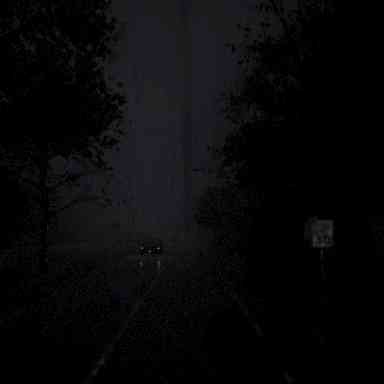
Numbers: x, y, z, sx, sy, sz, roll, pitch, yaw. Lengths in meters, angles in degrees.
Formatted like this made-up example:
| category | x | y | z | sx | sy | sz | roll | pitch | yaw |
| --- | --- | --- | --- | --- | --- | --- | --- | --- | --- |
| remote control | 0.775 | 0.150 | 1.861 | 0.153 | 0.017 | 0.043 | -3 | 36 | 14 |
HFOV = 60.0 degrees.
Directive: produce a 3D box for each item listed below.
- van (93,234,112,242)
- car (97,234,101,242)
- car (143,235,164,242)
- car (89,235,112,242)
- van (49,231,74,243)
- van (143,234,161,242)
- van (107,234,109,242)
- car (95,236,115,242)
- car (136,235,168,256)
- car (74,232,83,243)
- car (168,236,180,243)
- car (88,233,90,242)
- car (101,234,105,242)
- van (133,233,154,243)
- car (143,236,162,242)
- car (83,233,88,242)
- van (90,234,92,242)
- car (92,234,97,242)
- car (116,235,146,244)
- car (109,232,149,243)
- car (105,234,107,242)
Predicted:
| category | x | y | z | sx | sy | sz | roll | pitch | yaw |
| --- | --- | --- | --- | --- | --- | --- | --- | --- | --- |
| van | -23.719 | 12.218 | 88.560 | 4.442 | 1.987 | 1.878 | 1 | -8 | 0 |
| car | -23.767 | 10.455 | 74.693 | 5.008 | 1.535 | 2.097 | 1 | -8 | 0 |
| car | -10.811 | 13.099 | 93.924 | 5.566 | 2.045 | 2.435 | 1 | -9 | 0 |
| car | -23.641 | 12.046 | 85.788 | 5.366 | 1.575 | 1.946 | 1 | -8 | 0 |
| van | -23.810 | 7.894 | 58.276 | 4.442 | 1.987 | 1.878 | 1 | -8 | 0 |
| van | -10.640 | 12.325 | 88.443 | 4.442 | 1.987 | 1.878 | 1 | -8 | 0 |
| van | -23.927 | 11.429 | 83.076 | 4.442 | 1.987 | 1.878 | 1 | -8 | 0 |
| car | -23.856 | 12.834 | 91.269 | 5.008 | 1.535 | 2.097 | 1 | -8 | 0 |
| car | -3.485 | 4.866 | 29.713 | 1.812 | 1.442 | 4.674 | 1 | -6 | 0 |
| car | -23.733 | 8.264 | 61.145 | 5.566 | 2.045 | 2.435 | 1 | -8 | 0 |
| car | -3.598 | 10.076 | 70.840 | 1.837 | 1.490 | 4.892 | 1 | -8 | 0 |
| car | -23.727 | 9.293 | 66.590 | 4.892 | 1.521 | 2.231 | 1 | -8 | 0 |
| car | -23.781 | 10.866 | 77.560 | 5.008 | 1.535 | 2.097 | 1 | -8 | 0 |
| van | -10.808 | 10.350 | 74.702 | 4.442 | 1.987 | 1.878 | 1 | -8 | 0 |
| car | -10.801 | 12.971 | 91.160 | 4.792 | 1.488 | 2.163 | 1 | -9 | 0 |
| car | -23.536 | 8.899 | 63.852 | 5.366 | 1.575 | 1.946 | 1 | -8 | 0 |
| van | -23.862 | 9.461 | 69.365 | 4.442 | 1.987 | 1.878 | 1 | -8 | 0 |
| car | -23.727 | 9.955 | 72.093 | 4.553 | 1.767 | 2.185 | 1 | -8 | 0 |
| car | -10.620 | 8.236 | 58.187 | 4.892 | 1.521 | 2.231 | 1 | -8 | 0 |
| car | -10.417 | 7.864 | 55.444 | 5.366 | 1.575 | 1.946 | 1 | -8 | 0 |
| car | -23.793 | 11.261 | 80.302 | 4.892 | 1.521 | 2.231 | 1 | -8 | 0 |
